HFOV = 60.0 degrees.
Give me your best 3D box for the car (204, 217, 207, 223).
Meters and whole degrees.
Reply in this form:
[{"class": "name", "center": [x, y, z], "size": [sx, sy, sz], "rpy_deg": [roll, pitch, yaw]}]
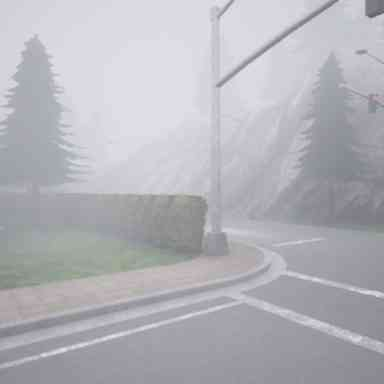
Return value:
[{"class": "car", "center": [-0.897, 1.482, 22.917], "size": [2.128, 1.511, 4.902], "rpy_deg": [0, 1, -34]}]
